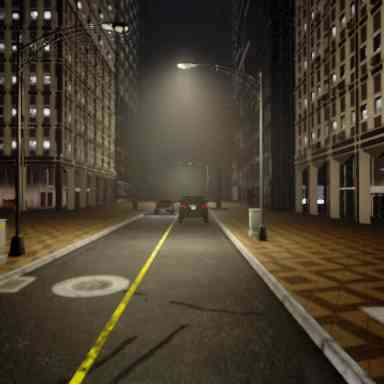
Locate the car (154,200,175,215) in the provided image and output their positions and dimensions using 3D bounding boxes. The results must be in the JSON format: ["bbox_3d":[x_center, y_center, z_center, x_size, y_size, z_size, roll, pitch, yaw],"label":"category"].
[{"bbox_3d":[-2.766,1.527,33.990,1.812,1.442,4.674,0,0,0],"label":"car"}]

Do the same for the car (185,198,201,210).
[{"bbox_3d":[0.098,1.566,43.075,1.994,1.385,4.181,0,0,0],"label":"car"}]

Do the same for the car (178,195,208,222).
[{"bbox_3d":[0.101,1.223,26.032,2.150,2.045,5.566,0,0,0],"label":"car"}]
